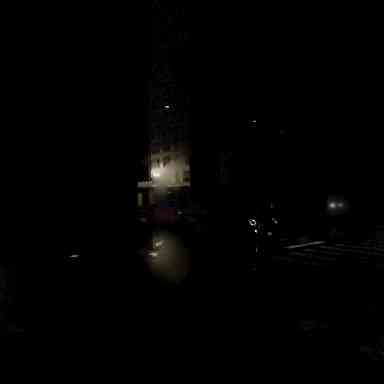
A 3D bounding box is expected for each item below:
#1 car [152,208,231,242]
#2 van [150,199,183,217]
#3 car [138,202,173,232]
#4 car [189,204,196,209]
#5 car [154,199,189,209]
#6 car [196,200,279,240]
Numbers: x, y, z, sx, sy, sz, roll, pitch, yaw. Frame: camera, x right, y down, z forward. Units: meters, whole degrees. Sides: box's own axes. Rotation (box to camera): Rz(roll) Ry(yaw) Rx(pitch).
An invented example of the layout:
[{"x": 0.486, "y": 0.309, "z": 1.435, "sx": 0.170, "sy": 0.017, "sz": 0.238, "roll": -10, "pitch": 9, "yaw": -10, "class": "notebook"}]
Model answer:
[{"x": -0.162, "y": 1.778, "z": 17.630, "sx": 1.802, "sy": 1.307, "sz": 4.206, "roll": -1, "pitch": 0, "yaw": -35, "class": "car"}, {"x": -2.807, "y": 1.688, "z": 36.025, "sx": 1.690, "sy": 1.788, "sz": 3.998, "roll": -1, "pitch": 0, "yaw": -35, "class": "van"}, {"x": -3.360, "y": 1.705, "z": 22.113, "sx": 1.967, "sy": 1.590, "sz": 4.097, "roll": -1, "pitch": 0, "yaw": -35, "class": "car"}, {"x": 0.292, "y": 1.804, "z": 31.682, "sx": 1.752, "sy": 1.417, "sz": 4.829, "roll": -1, "pitch": 0, "yaw": -35, "class": "car"}, {"x": -2.596, "y": 1.630, "z": 25.648, "sx": 2.097, "sy": 1.767, "sz": 4.553, "roll": 0, "pitch": 0, "yaw": -35, "class": "car"}, {"x": 2.568, "y": 1.517, "z": 18.369, "sx": 2.097, "sy": 1.767, "sz": 4.553, "roll": 0, "pitch": 0, "yaw": -35, "class": "car"}]
